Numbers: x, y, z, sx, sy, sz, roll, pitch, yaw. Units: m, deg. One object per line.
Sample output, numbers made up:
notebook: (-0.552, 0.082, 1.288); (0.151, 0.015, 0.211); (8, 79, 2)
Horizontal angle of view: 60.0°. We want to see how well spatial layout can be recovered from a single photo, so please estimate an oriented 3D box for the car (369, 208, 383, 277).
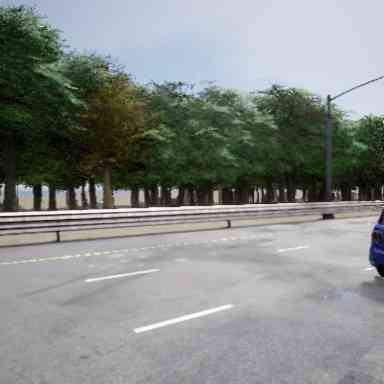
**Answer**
car: (6.911, 1.221, 8.803); (5.566, 2.045, 2.150); (0, 0, -36)
